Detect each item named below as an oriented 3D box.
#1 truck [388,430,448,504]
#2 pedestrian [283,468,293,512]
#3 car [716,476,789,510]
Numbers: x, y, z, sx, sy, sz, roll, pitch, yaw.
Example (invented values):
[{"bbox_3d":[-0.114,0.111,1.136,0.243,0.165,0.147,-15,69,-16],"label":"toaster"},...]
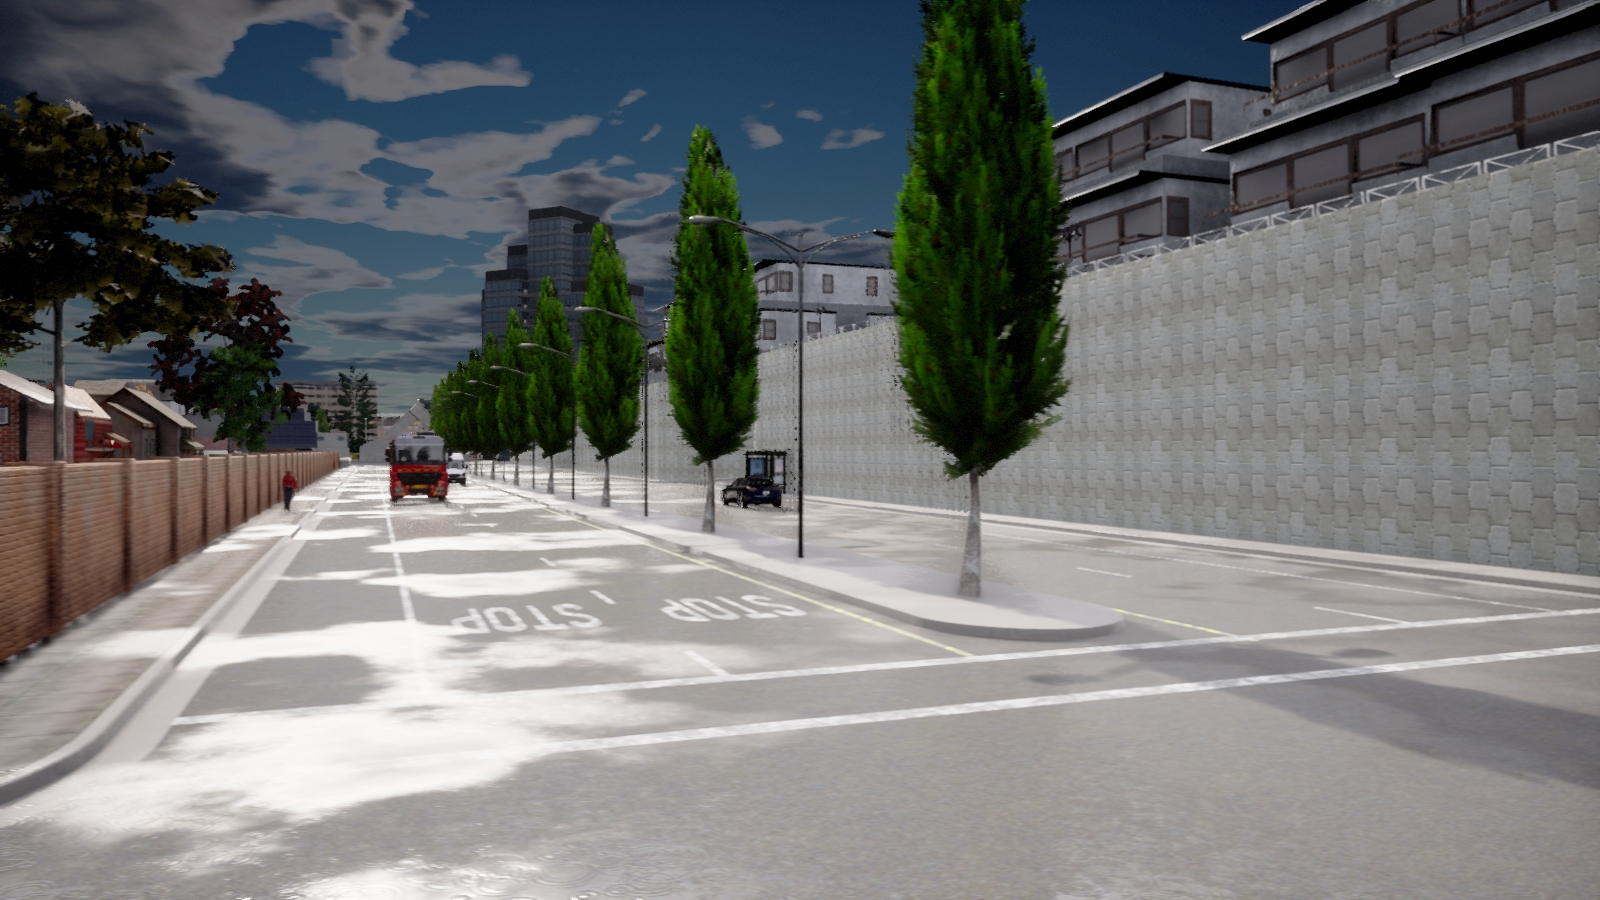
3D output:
[{"bbox_3d":[-21.399,0.889,63.753,2.891,3.827,8.468,0,0,-21],"label":"truck"},{"bbox_3d":[-21.931,1.698,48.956,0.375,1.860,0.375,0,0,-21],"label":"pedestrian"},{"bbox_3d":[-2.385,2.051,55.789,2.163,1.488,4.792,0,0,-21],"label":"car"}]
